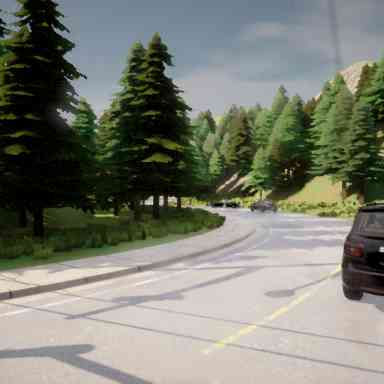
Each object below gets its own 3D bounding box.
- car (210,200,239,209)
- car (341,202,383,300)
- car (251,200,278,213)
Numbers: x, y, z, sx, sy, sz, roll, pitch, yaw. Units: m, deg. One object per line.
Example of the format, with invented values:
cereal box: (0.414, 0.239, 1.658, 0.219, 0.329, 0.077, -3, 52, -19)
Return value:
car: (4.697, 1.787, 49.356, 1.895, 1.301, 4.718, 0, 0, -33)
car: (5.057, 1.245, 7.784, 2.150, 2.045, 5.566, 0, 0, 35)
car: (8.599, 1.683, 39.800, 1.812, 1.442, 4.674, 0, 0, -13)
